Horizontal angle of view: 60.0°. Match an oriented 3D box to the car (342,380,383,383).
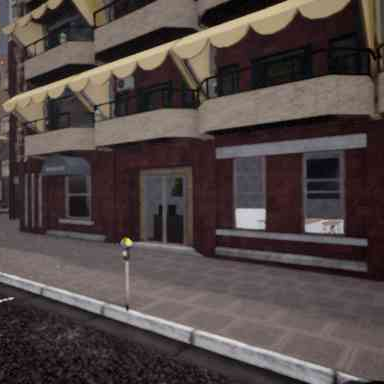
[{"bbox_3d":[2.368,1.568,1.039,4.313,1.339,1.947,0,-1,36],"label":"car"}]
